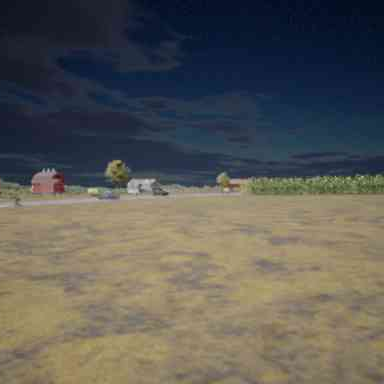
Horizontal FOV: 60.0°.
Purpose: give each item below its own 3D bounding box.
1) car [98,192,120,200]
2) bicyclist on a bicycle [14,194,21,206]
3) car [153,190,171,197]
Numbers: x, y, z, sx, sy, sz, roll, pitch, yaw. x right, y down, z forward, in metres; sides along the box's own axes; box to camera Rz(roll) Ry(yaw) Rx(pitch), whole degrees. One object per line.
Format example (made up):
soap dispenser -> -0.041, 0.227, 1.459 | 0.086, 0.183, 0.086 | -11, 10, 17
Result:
car -> -15.433, 0.773, 62.228 | 1.994, 1.385, 4.181 | 1, 2, 35
bicyclist on a bicycle -> -23.306, 1.139, 44.268 | 1.656, 1.620, 0.582 | -1, 1, 35
car -> -6.734, 0.272, 74.453 | 1.837, 1.490, 4.892 | 1, 2, 35
